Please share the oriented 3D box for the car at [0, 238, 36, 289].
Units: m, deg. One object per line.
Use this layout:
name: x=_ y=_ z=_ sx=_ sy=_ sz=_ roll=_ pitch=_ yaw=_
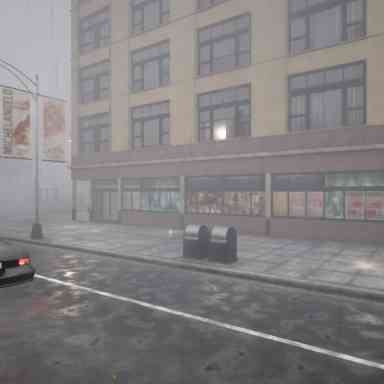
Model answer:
car: x=-6.000 y=1.547 z=8.142 sx=5.357 sy=1.411 sz=2.033 roll=0 pitch=0 yaw=35
